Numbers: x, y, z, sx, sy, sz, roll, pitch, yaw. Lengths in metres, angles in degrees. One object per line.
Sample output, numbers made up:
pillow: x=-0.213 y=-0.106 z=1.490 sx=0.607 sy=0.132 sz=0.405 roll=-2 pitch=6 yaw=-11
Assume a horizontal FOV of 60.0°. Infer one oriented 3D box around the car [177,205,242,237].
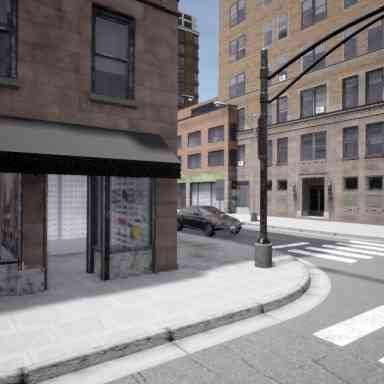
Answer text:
car: x=0.651 y=1.445 z=17.944 sx=1.812 sy=1.442 sz=4.674 roll=0 pitch=0 yaw=-34
